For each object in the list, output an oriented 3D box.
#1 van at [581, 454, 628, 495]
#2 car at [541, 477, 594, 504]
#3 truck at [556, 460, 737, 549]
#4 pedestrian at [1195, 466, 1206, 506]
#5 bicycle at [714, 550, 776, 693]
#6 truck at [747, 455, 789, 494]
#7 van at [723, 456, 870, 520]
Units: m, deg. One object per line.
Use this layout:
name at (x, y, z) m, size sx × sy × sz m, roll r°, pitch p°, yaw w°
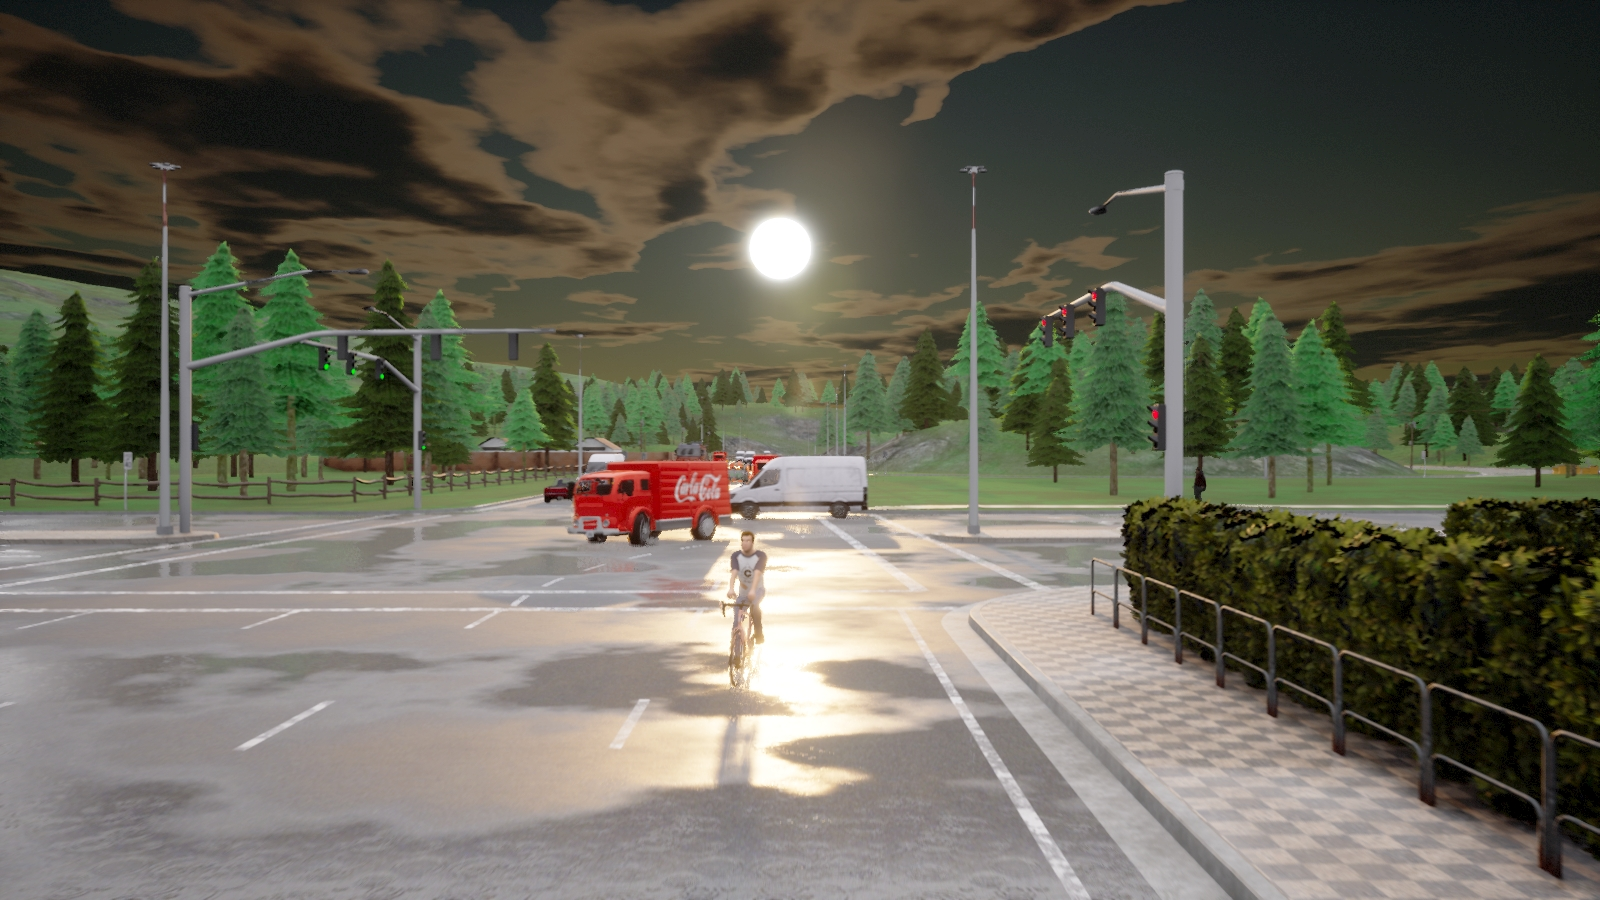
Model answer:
van at (-12.565, 1.534, 73.762) m, size 1.988 × 2.561 × 5.915 m, roll 0°, pitch 0°, yaw 0°
car at (-12.522, 2.155, 61.810) m, size 1.895 × 1.301 × 4.718 m, roll 0°, pitch 0°, yaw 0°
truck at (-4.542, 1.571, 34.710) m, size 2.627 × 2.467 × 5.204 m, roll -2°, pitch -1°, yaw 34°
pedestrian at (18.736, 1.696, 53.458) m, size 0.375 × 1.860 × 0.375 m, roll 0°, pitch 0°, yaw -2°
bicycle at (-0.656, 2.056, 14.042) m, size 0.373 × 1.496 × 1.643 m, roll 0°, pitch 0°, yaw 11°
truck at (-2.067, 1.568, 75.917) m, size 2.627 × 2.467 × 5.204 m, roll 0°, pitch 0°, yaw 0°
van at (-0.151, 1.535, 47.162) m, size 5.915 × 2.561 × 1.988 m, roll 0°, pitch 0°, yaw -1°
